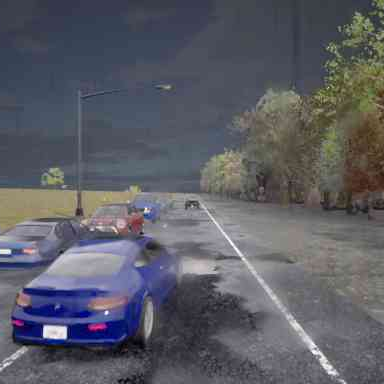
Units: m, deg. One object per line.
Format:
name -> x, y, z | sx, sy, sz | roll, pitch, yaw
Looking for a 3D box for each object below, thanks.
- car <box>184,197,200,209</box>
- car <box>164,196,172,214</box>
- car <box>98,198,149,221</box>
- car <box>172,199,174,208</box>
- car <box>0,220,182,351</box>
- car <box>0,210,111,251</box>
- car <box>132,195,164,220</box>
car -> 0.024, 1.500, 44.326 | 1.837, 1.490, 4.892 | 0, 0, 0
car -> -3.622, 1.351, 35.244 | 2.097, 1.767, 4.553 | 0, 0, 0
car -> -3.638, 1.354, 15.728 | 2.097, 1.767, 4.553 | 0, 0, 3
car -> -3.630, 1.347, 45.250 | 2.097, 1.767, 4.553 | 0, 0, 0
car -> -1.374, 1.526, 6.325 | 1.812, 1.442, 4.674 | 0, 0, 7
car -> -4.565, 1.549, 10.907 | 2.033, 1.411, 5.357 | 0, 0, 3
car -> -3.625, 1.223, 25.239 | 2.150, 2.045, 5.566 | 0, 0, -1
